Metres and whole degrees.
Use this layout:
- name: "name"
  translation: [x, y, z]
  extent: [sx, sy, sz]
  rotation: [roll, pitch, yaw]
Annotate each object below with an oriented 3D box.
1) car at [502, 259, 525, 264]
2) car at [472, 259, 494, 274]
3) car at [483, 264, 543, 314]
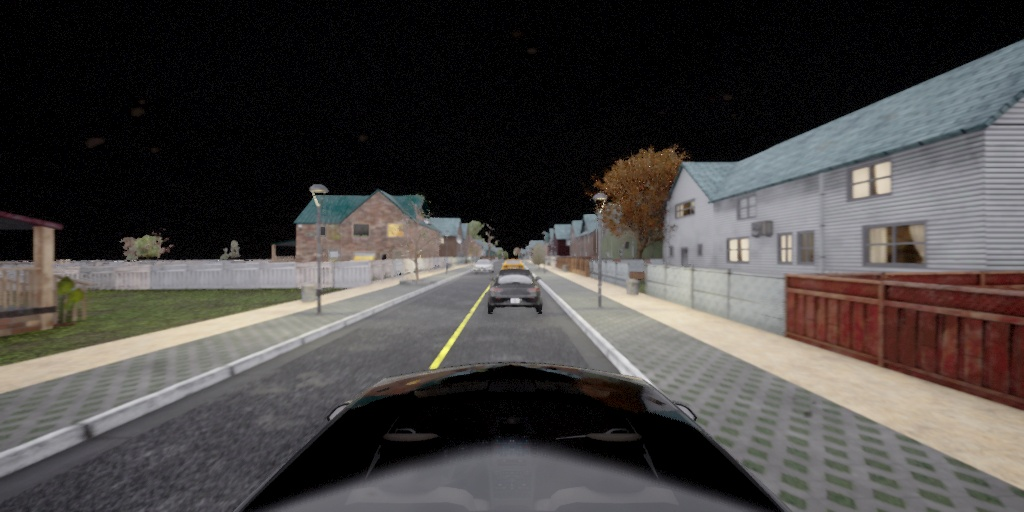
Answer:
- name: "car"
  translation: [0.104, 1.008, 31.609]
  extent: [1.882, 1.535, 5.008]
  rotation: [0, 0, 0]
- name: "car"
  translation: [-2.809, 1.030, 36.032]
  extent: [1.812, 1.442, 4.674]
  rotation: [0, 0, 0]
- name: "car"
  translation: [0.100, 1.181, 13.236]
  extent: [1.812, 1.442, 4.674]
  rotation: [0, 0, 0]
